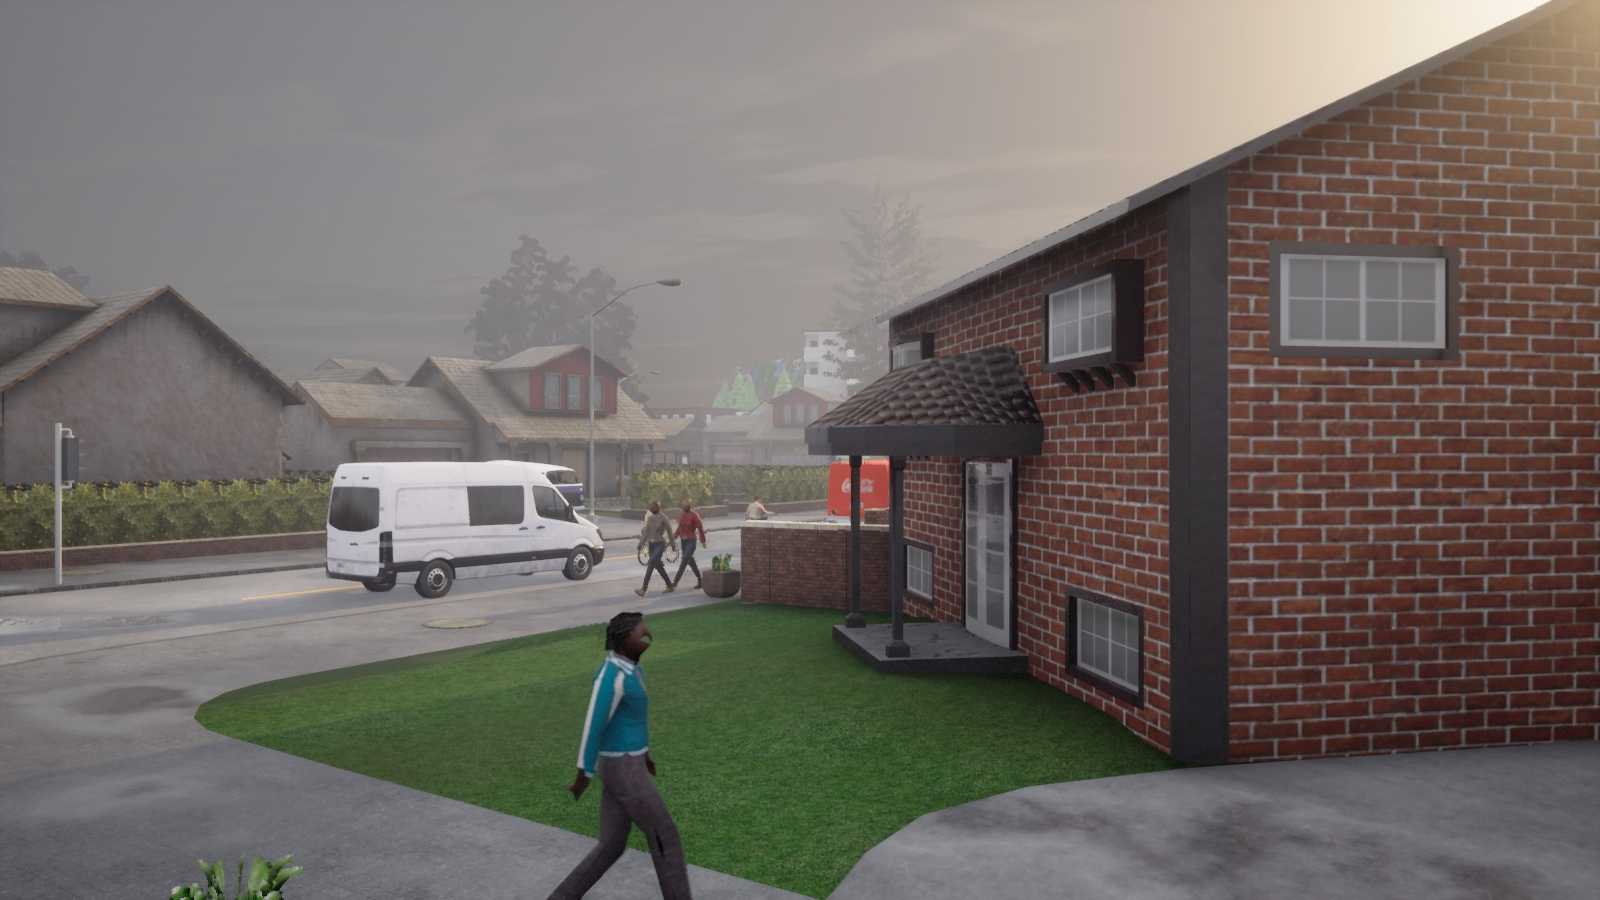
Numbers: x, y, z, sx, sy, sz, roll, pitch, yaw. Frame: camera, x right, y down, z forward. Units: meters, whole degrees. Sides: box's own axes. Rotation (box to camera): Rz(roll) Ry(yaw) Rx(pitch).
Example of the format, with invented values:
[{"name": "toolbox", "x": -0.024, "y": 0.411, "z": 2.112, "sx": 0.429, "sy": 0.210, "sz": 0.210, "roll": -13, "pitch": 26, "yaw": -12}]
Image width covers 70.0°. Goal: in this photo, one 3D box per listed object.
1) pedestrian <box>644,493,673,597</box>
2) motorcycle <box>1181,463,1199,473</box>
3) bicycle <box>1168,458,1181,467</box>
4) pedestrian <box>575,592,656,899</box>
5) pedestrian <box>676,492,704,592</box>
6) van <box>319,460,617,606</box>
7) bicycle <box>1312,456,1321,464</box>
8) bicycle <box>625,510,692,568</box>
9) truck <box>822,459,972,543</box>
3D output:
[{"name": "pedestrian", "x": -2.597, "y": 1.735, "z": 20.939, "sx": 0.375, "sy": 1.860, "sz": 0.375, "roll": 0, "pitch": 0, "yaw": 34}, {"name": "motorcycle", "x": 47.455, "y": 2.161, "z": 139.026, "sx": 2.033, "sy": 1.199, "sz": 0.803, "roll": 0, "pitch": 0, "yaw": 35}, {"name": "bicycle", "x": 59.624, "y": 2.026, "z": 181.957, "sx": 1.835, "sy": 1.471, "sz": 0.329, "roll": 0, "pitch": 0, "yaw": 35}, {"name": "pedestrian", "x": -1.017, "y": 1.743, "z": 6.341, "sx": 0.375, "sy": 1.860, "sz": 0.375, "roll": 0, "pitch": 0, "yaw": 2}, {"name": "pedestrian", "x": -2.089, "y": 1.735, "z": 21.681, "sx": 0.375, "sy": 1.860, "sz": 0.375, "roll": 0, "pitch": 0, "yaw": 41}, {"name": "van", "x": -6.589, "y": 1.522, "z": 23.474, "sx": 1.988, "sy": 2.561, "sz": 5.915, "roll": 0, "pitch": 0, "yaw": 36}, {"name": "bicycle", "x": 104.277, "y": 2.027, "z": 230.581, "sx": 1.643, "sy": 1.496, "sz": 0.373, "roll": 0, "pitch": 0, "yaw": 35}, {"name": "bicycle", "x": -3.439, "y": 2.146, "z": 27.858, "sx": 0.859, "sy": 1.276, "sz": 1.487, "roll": 0, "pitch": 0, "yaw": 35}, {"name": "truck", "x": 3.277, "y": 1.564, "z": 37.467, "sx": 2.627, "sy": 2.467, "sz": 5.204, "roll": 0, "pitch": 1, "yaw": 35}]
